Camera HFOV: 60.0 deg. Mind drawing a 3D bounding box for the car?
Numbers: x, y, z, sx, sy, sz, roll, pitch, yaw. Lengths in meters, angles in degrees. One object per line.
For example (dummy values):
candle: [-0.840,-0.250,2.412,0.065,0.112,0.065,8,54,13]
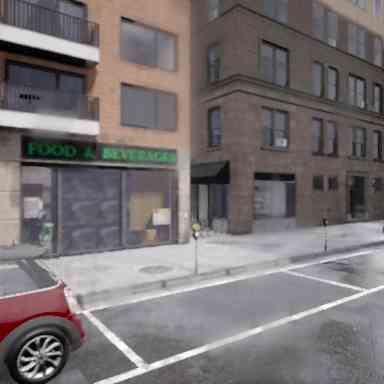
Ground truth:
car: [-3.466,1.441,3.715,4.097,1.590,1.967,0,0,-36]
